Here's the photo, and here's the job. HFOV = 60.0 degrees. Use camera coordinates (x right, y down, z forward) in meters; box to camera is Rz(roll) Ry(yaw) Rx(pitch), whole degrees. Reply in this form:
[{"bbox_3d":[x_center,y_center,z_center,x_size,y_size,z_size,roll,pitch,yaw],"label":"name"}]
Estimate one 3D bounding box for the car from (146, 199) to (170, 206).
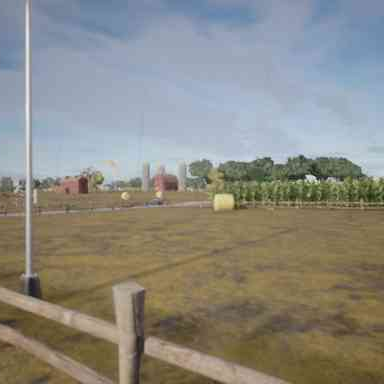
[{"bbox_3d":[-6.557,2.016,64.496,2.033,1.411,5.357,-1,0,36],"label":"car"}]
